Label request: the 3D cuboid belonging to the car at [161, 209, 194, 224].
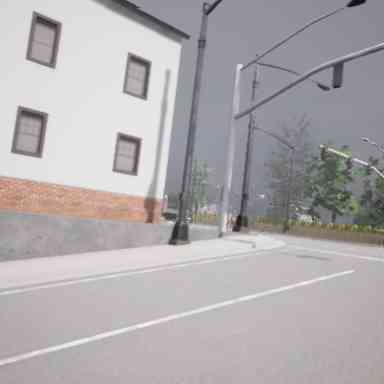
[{"bbox_3d":[-1.695,2.663,36.754,2.128,1.511,4.902,10,-6,-35],"label":"car"}]
